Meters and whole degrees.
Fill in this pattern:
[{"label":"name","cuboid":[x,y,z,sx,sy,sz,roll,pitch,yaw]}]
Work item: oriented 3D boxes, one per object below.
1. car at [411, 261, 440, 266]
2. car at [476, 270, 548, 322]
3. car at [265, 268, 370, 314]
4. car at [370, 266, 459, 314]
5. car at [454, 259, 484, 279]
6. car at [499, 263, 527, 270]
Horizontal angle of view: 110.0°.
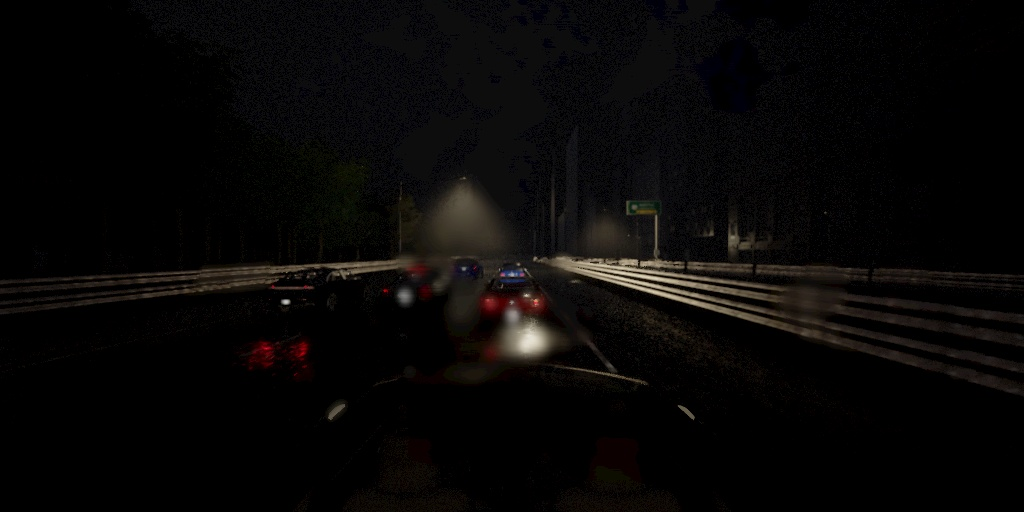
[{"label":"car","cuboid":[-6.931,1.139,28.708,1.837,1.490,4.892,0,1,0]},{"label":"car","cuboid":[0.059,1.301,11.943,1.895,1.301,4.718,0,0,0]},{"label":"car","cuboid":[-6.934,1.186,13.439,2.128,1.511,4.902,0,0,0]},{"label":"car","cuboid":[-3.432,1.256,13.513,1.994,1.385,4.181,0,0,0]},{"label":"car","cuboid":[-3.435,0.985,28.294,2.097,1.767,4.553,0,0,0]},{"label":"car","cuboid":[0.041,1.195,24.908,2.033,1.411,5.357,0,0,1]}]
